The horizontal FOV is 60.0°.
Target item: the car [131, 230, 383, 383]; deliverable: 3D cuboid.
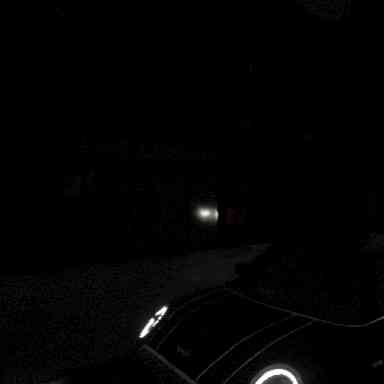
[{"bbox_3d":[1.596,1.338,3.901,4.553,1.767,2.097,0,0,-36],"label":"car"}]
